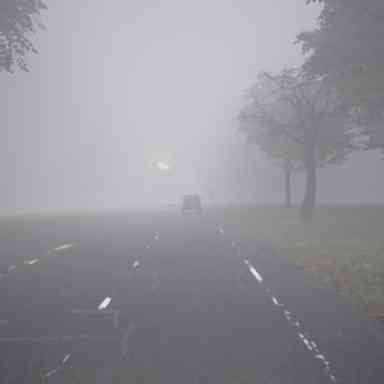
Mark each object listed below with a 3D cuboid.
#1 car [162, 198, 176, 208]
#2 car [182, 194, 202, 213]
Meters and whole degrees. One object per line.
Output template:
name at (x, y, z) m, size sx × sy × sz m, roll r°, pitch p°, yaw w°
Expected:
car at (-3.540, 1.672, 51.576) m, size 1.812 × 1.442 × 4.674 m, roll 0°, pitch 0°, yaw 1°
car at (-0.011, 1.301, 39.007) m, size 2.150 × 2.045 × 5.566 m, roll 0°, pitch 0°, yaw 0°
